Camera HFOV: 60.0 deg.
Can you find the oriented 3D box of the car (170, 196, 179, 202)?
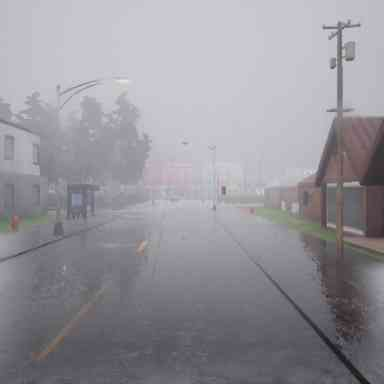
[{"bbox_3d":[-4.000,1.640,75.395,1.882,1.535,5.008,0,0,0],"label":"car"}]
